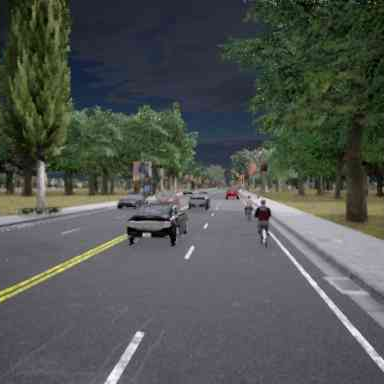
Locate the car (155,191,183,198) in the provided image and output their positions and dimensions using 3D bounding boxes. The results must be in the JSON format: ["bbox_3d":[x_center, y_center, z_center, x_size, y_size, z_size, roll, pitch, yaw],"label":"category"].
[{"bbox_3d":[-2.535,0.728,33.350,2.097,1.767,4.553,0,1,7],"label":"car"}]

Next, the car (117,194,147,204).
[{"bbox_3d":[-5.833,0.926,33.151,2.033,1.411,5.357,0,1,7],"label":"car"}]

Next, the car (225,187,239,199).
[{"bbox_3d":[6.963,0.153,57.393,2.150,2.045,5.566,0,1,7],"label":"car"}]

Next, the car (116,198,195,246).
[{"bbox_3d":[-1.290,1.228,13.981,2.128,1.511,4.902,0,1,7],"label":"car"}]

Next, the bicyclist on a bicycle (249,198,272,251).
[{"bbox_3d":[2.559,1.144,12.052,0.659,1.776,1.843,0,2,7],"label":"bicyclist on a bicycle"}]

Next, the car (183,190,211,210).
[{"bbox_3d":[0.784,0.893,32.062,2.128,1.511,4.902,0,1,7],"label":"car"}]

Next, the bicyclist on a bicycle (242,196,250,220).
[{"bbox_3d":[3.651,1.037,21.405,0.866,1.612,1.509,0,1,6],"label":"bicyclist on a bicycle"}]

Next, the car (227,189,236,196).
[{"bbox_3d":[8.722,0.116,73.590,1.882,1.535,5.008,0,1,7],"label":"car"}]

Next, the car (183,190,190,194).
[{"bbox_3d":[-1.017,0.206,74.250,1.895,1.301,4.718,0,1,7],"label":"car"}]

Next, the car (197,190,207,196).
[{"bbox_3d":[2.259,0.206,74.292,1.895,1.301,4.718,0,1,7],"label":"car"}]
